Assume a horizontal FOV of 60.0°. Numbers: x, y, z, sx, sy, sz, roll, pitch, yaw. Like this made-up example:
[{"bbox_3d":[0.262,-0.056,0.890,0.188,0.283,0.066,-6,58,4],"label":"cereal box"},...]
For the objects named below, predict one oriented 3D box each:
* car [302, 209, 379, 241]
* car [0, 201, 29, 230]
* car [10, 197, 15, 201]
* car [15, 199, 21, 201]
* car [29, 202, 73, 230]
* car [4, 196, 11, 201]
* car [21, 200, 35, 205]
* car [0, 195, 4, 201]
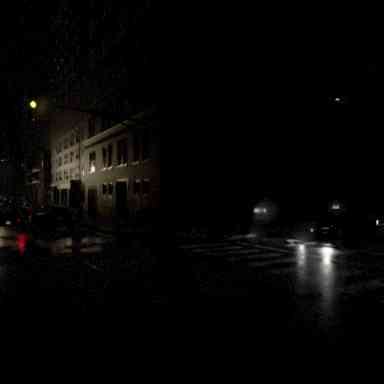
[{"bbox_3d":[7.930,1.663,17.625,4.892,1.490,1.837,0,-1,-33],"label":"car"},{"bbox_3d":[-11.467,1.510,20.456,1.812,1.442,4.674,0,0,-32],"label":"car"},{"bbox_3d":[-17.665,1.517,35.054,1.887,1.381,4.507,1,0,-32],"label":"car"},{"bbox_3d":[-14.709,1.528,30.379,2.008,1.369,4.403,1,0,-32],"label":"car"},{"bbox_3d":[-8.797,1.551,21.031,1.947,1.339,4.313,1,0,-32],"label":"car"},{"bbox_3d":[-23.578,1.529,44.403,1.947,1.339,4.313,1,0,-32],"label":"car"},{"bbox_3d":[-11.753,1.526,25.705,1.887,1.381,4.507,1,0,-32],"label":"car"},{"bbox_3d":[-29.490,1.503,53.751,2.008,1.369,4.403,1,0,-32],"label":"car"}]
